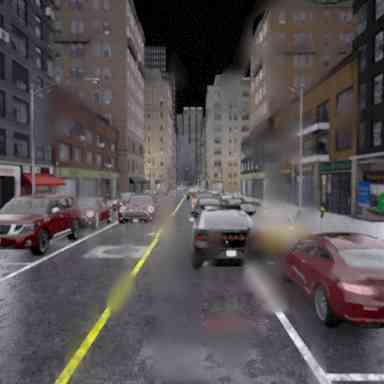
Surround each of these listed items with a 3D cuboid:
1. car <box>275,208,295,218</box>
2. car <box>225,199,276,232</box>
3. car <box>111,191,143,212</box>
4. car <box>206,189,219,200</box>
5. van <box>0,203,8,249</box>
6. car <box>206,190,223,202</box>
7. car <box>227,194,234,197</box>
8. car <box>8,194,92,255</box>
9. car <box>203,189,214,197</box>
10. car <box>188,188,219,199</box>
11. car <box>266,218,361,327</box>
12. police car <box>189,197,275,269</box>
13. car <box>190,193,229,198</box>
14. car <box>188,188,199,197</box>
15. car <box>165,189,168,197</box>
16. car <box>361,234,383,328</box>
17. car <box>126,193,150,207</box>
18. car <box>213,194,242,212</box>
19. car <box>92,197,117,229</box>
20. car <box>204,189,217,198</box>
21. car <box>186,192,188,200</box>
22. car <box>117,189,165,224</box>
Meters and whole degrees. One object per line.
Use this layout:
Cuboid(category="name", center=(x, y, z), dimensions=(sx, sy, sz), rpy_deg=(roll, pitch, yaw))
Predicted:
Cuboid(category="car", center=(2.904, 1.244, 12.259), dimensions=(1.752, 1.417, 4.829), rpy_deg=(-1, 1, 0))
Cuboid(category="car", center=(2.927, 1.162, 17.674), dimensions=(1.947, 1.339, 4.313), rpy_deg=(-1, 1, 0))
Cuboid(category="car", center=(-5.566, 0.782, 28.873), dimensions=(1.967, 1.590, 4.097), rpy_deg=(-1, 1, 0))
Cuboid(category="car", center=(3.066, 0.347, 51.349), dimensions=(1.752, 1.417, 4.829), rpy_deg=(-1, 1, 0))
Cuboid(category="van", center=(-5.654, 1.191, 6.534), dimensions=(1.690, 1.788, 3.998), rpy_deg=(-1, 1, 0))
Cuboid(category="car", center=(3.042, 0.506, 45.595), dimensions=(2.008, 1.369, 4.403), rpy_deg=(-1, 1, 0))
Cuboid(category="car", center=(2.950, 1.035, 23.258), dimensions=(1.947, 1.339, 4.313), rpy_deg=(-1, 1, 0))
Cuboid(category="car", center=(-5.633, 1.039, 12.118), dimensions=(2.192, 1.841, 5.009), rpy_deg=(-1, 1, 0))
Cuboid(category="car", center=(3.111, 0.146, 62.349), dimensions=(1.802, 1.307, 4.206), rpy_deg=(-1, 1, 0))
Cuboid(category="car", center=(0.936, 0.752, 26.279), dimensions=(2.097, 1.767, 4.553), rpy_deg=(0, 1, 0))
Cuboid(category="car", center=(2.881, 1.431, 6.505), dimensions=(1.802, 1.307, 4.206), rpy_deg=(-1, 1, 0))
Cuboid(category="police car", center=(0.939, 1.186, 10.432), dimensions=(1.930, 1.638, 5.238), rpy_deg=(0, 1, 0))
Cuboid(category="car", center=(0.978, 1.041, 20.321), dimensions=(1.837, 1.490, 4.892), rpy_deg=(0, 1, 0))
Cuboid(category="car", center=(0.238, 0.062, 61.490), dimensions=(1.882, 1.535, 5.008), rpy_deg=(0, 1, 0))
Cuboid(category="car", center=(-5.434, 0.109, 62.380), dimensions=(1.887, 1.381, 4.507), rpy_deg=(-1, 1, 0))
Cuboid(category="car", center=(2.855, 1.290, 0.915), dimensions=(2.192, 1.841, 5.009), rpy_deg=(-1, 1, 0))
Cuboid(category="car", center=(-5.543, 0.796, 34.460), dimensions=(1.802, 1.307, 4.206), rpy_deg=(-1, 1, 0))
Cuboid(category="car", center=(2.973, 0.892, 28.842), dimensions=(2.008, 1.369, 4.403), rpy_deg=(-1, 1, 0))
Cuboid(category="car", center=(-5.609, 1.037, 17.704), dimensions=(1.967, 1.590, 4.097), rpy_deg=(-1, 1, 0))
Cuboid(category="car", center=(3.088, 0.261, 56.765), dimensions=(1.947, 1.339, 4.313), rpy_deg=(-1, 1, 0))
Cuboid(category="car", center=(0.194, 0.410, 47.738), dimensions=(1.837, 1.490, 4.892), rpy_deg=(0, 1, 0))
Cuboid(category="car", center=(-3.021, 0.893, 20.109), dimensions=(2.097, 1.767, 4.553), rpy_deg=(0, 1, 0))
